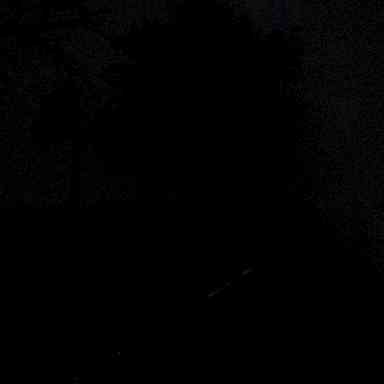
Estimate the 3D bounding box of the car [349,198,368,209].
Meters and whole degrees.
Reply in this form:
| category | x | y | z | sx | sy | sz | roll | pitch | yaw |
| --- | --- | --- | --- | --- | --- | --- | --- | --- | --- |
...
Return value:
| category | x | y | z | sx | sy | sz | roll | pitch | yaw |
| --- | --- | --- | --- | --- | --- | --- | --- | --- | --- |
| car | 26.840 | 1.921 | 53.123 | 2.033 | 1.411 | 5.357 | 0 | 0 | 21 |

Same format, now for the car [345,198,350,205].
| category | x | y | z | sx | sy | sz | roll | pitch | yaw |
| --- | --- | --- | --- | --- | --- | --- | --- | --- | --- |
| car | 31.764 | 1.938 | 66.609 | 2.033 | 1.411 | 5.357 | 0 | 0 | 19 |
